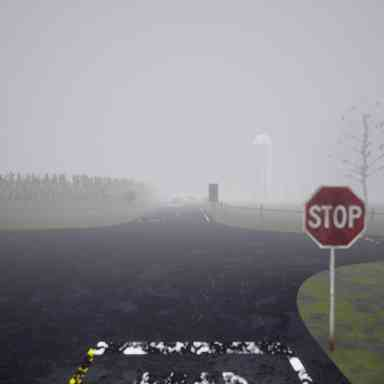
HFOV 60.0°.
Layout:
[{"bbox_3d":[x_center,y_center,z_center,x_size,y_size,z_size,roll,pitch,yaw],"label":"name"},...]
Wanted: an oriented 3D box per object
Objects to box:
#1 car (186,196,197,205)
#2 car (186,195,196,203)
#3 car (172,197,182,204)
[{"bbox_3d":[-0.139,1.513,60.918,1.882,1.535,5.008,0,0,0],"label":"car"},{"bbox_3d":[-0.167,1.503,71.337,2.128,1.511,4.902,0,0,0],"label":"car"},{"bbox_3d":[-2.901,1.643,65.480,1.895,1.301,4.718,0,0,0],"label":"car"}]
